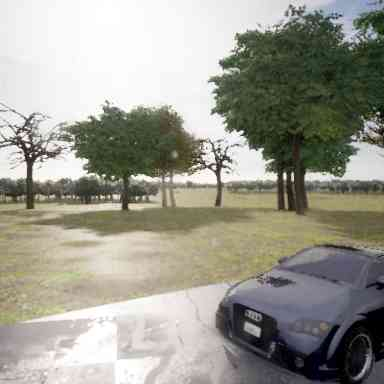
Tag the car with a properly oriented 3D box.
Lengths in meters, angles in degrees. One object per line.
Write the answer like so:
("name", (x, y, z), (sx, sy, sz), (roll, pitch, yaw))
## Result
("car", (2.428, 1.588, 5.382), (4.181, 1.385, 1.994), (0, 0, -34))
